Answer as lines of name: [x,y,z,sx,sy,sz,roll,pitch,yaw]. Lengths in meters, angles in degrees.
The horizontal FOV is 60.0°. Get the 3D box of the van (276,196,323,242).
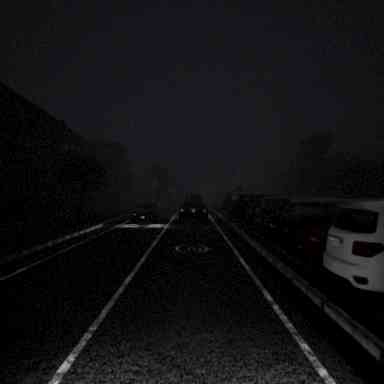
van: [5.722,1.221,12.480,4.442,1.987,1.878,0,0,0]

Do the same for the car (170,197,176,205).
car: [-3.244,1.753,66.563,1.837,1.490,4.892,0,0,0]

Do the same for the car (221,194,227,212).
car: [5.633,1.197,32.102,5.566,2.045,2.435,0,0,0]

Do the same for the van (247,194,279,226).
van: [5.485,1.214,18.087,4.442,1.987,1.878,0,0,0]

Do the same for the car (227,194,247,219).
car: [5.629,1.184,23.692,5.566,2.045,2.435,0,0,0]

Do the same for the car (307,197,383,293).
car: [5.640,1.203,6.873,5.566,2.045,2.435,0,0,0]

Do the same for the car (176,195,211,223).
car: [0.106,1.318,24.939,2.097,1.767,4.553,0,0,0]

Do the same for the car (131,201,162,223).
car: [-3.342,1.470,24.996,1.837,1.490,4.892,0,0,0]

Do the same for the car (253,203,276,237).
car: [5.597,1.444,15.283,4.892,1.521,2.231,0,0,0]

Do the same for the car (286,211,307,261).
car: [5.603,1.450,9.677,5.008,1.535,2.097,0,0,0]

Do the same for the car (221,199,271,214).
car: [5.600,1.461,34.902,4.892,1.521,2.231,0,0,0]

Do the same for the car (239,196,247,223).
car: [5.569,1.310,20.891,4.553,1.767,2.185,0,0,0]
